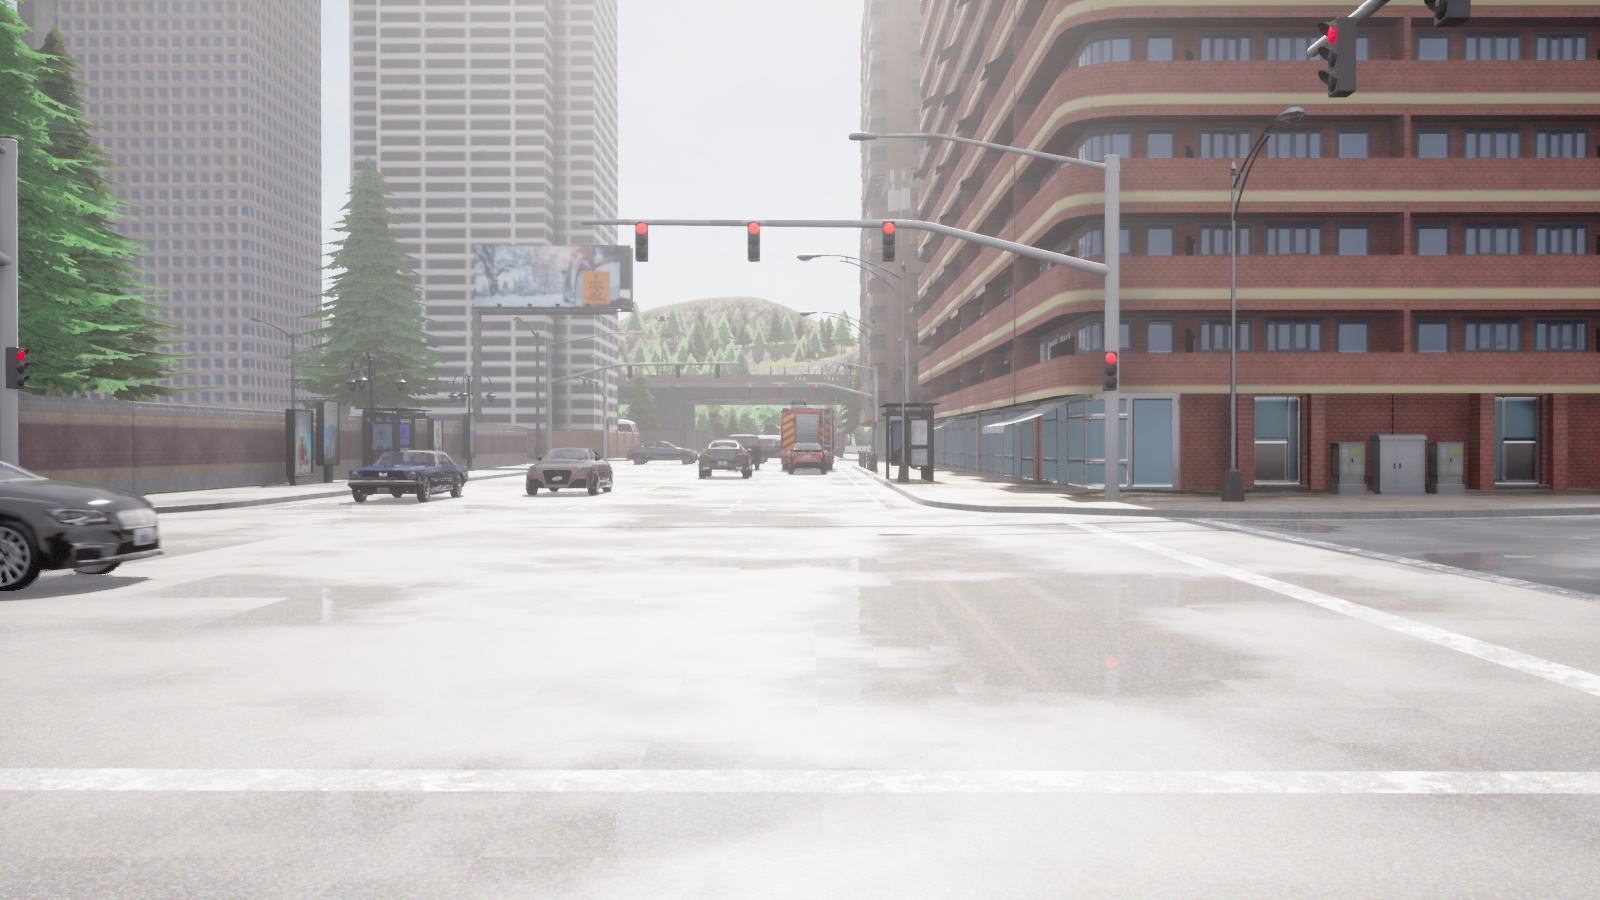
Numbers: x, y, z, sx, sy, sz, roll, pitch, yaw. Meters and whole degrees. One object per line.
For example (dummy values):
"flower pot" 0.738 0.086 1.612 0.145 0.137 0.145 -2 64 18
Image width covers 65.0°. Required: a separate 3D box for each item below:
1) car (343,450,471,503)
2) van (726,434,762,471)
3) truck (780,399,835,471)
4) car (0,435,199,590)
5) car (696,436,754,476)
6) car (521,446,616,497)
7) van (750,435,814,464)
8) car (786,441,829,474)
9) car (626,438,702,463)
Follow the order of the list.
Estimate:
"car" -10.299 0.651 33.270 1.895 1.301 4.718 0 0 0
"van" -3.095 0.104 69.619 1.775 1.987 4.442 0 0 0
"truck" 0.412 -0.817 70.674 2.891 3.827 8.468 0 0 0
"car" -9.346 0.607 13.352 4.902 1.511 2.128 0 0 0
"car" -3.181 0.216 54.241 2.152 1.651 5.027 0 0 0
"car" -6.770 0.595 37.184 1.994 1.385 4.181 0 0 1
"van" -1.261 -0.038 89.895 4.480 2.038 2.069 0 0 1
"car" 0.355 0.351 60.665 2.007 1.525 4.514 0 0 0
"car" -9.336 0.030 86.483 5.027 1.651 2.152 0 0 1
